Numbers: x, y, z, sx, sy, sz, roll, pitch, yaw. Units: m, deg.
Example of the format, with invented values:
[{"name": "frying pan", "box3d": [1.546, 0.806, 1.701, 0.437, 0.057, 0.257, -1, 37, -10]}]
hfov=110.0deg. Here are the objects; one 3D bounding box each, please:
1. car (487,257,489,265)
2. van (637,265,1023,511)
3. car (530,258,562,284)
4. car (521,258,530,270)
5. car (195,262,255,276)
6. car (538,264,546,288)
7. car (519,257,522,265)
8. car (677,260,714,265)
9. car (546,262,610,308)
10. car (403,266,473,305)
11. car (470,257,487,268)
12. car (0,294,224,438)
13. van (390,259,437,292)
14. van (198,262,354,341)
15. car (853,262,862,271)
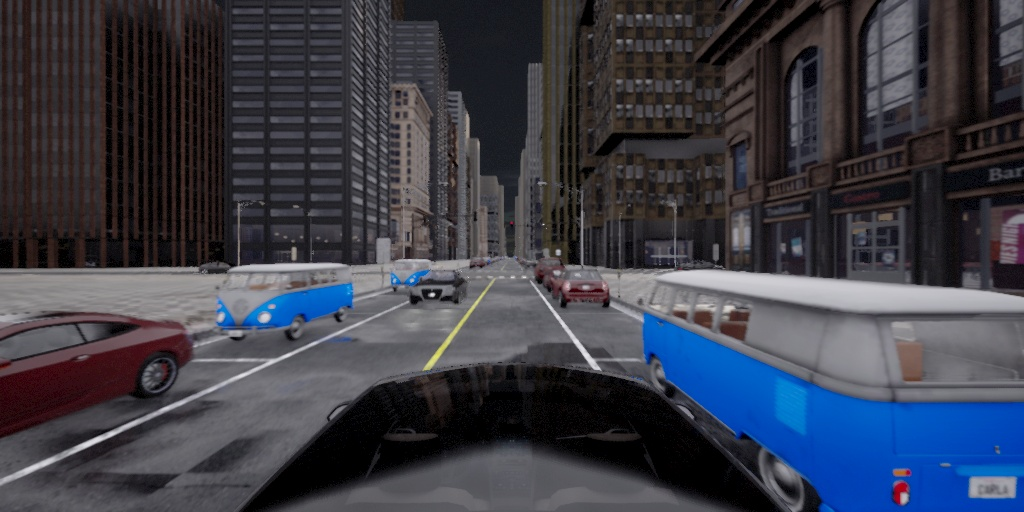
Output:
[{"name": "car", "box3d": [-5.790, 1.183, 64.861, 1.967, 1.591, 4.097, 0, 0, 0]}, {"name": "van", "box3d": [2.761, 1.090, 3.909, 1.690, 1.789, 3.998, 0, 0, 0]}, {"name": "car", "box3d": [2.752, 1.059, 26.619, 2.192, 1.841, 5.009, 0, 0, 0]}, {"name": "car", "box3d": [2.740, 1.293, 53.592, 2.007, 1.370, 4.403, 0, 0, 0]}, {"name": "car", "box3d": [-30.746, 1.364, 38.479, 4.892, 1.490, 1.837, 0, 0, 0]}, {"name": "car", "box3d": [2.754, 1.327, 20.942, 1.802, 1.307, 4.207, 0, 0, 0]}, {"name": "car", "box3d": [2.735, 1.294, 64.874, 2.007, 1.370, 4.403, 0, 0, 0]}, {"name": "car", "box3d": [20.327, 1.218, 38.713, 4.892, 1.490, 1.837, 0, 0, 0]}, {"name": "car", "box3d": [2.756, 1.186, 15.264, 1.967, 1.591, 4.097, 0, 0, 0]}, {"name": "car", "box3d": [-3.098, 1.310, 15.849, 1.994, 1.385, 4.181, 0, 0, 0]}, {"name": "car", "box3d": [-5.787, 1.058, 59.220, 2.192, 1.841, 5.009, 0, 0, 0]}, {"name": "car", "box3d": [-5.764, 1.331, 3.896, 1.802, 1.307, 4.207, 0, 0, 0]}, {"name": "van", "box3d": [-5.771, 1.086, 20.928, 1.690, 1.789, 3.998, 0, 0, 0]}, {"name": "van", "box3d": [-5.766, 1.088, 9.573, 1.690, 1.789, 3.998, 0, 0, 0]}, {"name": "car", "box3d": [37.893, 1.199, 41.871, 5.357, 1.411, 2.033, 0, 0, 0]}]
